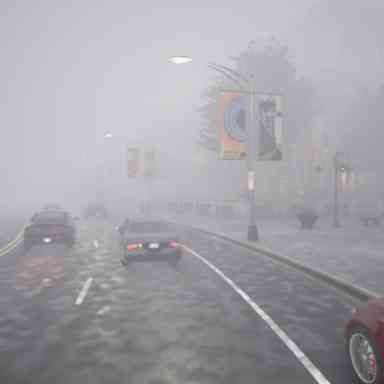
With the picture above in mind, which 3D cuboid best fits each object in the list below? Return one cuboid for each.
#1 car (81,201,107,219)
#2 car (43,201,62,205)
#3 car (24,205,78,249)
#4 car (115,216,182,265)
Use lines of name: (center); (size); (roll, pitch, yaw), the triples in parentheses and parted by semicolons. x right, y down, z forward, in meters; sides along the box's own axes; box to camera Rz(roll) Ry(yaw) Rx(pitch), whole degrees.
car: (-9.036, 1.616, 30.649); (1.837, 1.490, 4.892); (0, 0, -24)
car: (-12.833, 1.600, 30.570); (1.882, 1.535, 5.008); (0, 0, -24)
car: (-6.256, 1.566, 14.945); (1.837, 1.490, 4.892); (0, 0, -18)
car: (-1.692, 1.584, 11.898); (2.033, 1.411, 5.357); (0, 0, -14)
